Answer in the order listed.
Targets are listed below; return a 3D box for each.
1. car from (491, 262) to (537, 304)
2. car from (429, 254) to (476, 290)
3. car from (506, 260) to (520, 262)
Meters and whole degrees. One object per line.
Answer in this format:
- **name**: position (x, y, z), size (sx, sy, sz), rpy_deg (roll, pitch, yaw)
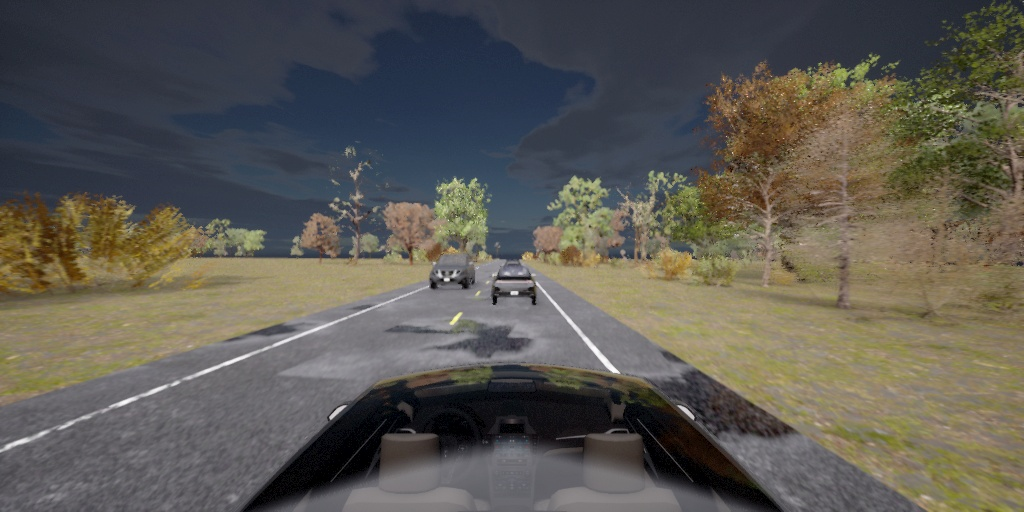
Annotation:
- **car**: position (0.090, 1.192, 16.091), size (2.128, 1.511, 4.902), rpy_deg (0, 0, 0)
- **car**: position (-3.509, 0.901, 22.054), size (2.150, 2.045, 5.566), rpy_deg (0, 0, 0)
- **car**: position (0.083, 1.137, 35.823), size (1.837, 1.490, 4.892), rpy_deg (0, 0, 0)
